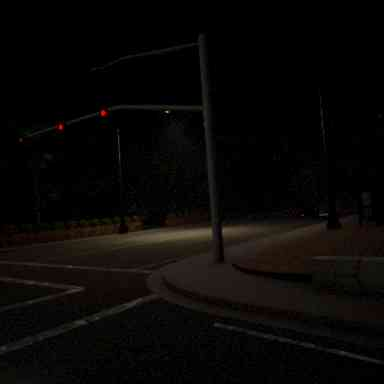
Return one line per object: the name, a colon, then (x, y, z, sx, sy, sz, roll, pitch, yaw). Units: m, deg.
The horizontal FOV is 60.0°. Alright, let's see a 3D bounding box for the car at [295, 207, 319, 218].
car: (15.426, 2.676, 44.257, 1.895, 1.301, 4.718, -6, -4, 37)
